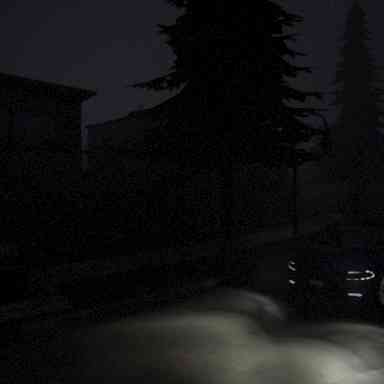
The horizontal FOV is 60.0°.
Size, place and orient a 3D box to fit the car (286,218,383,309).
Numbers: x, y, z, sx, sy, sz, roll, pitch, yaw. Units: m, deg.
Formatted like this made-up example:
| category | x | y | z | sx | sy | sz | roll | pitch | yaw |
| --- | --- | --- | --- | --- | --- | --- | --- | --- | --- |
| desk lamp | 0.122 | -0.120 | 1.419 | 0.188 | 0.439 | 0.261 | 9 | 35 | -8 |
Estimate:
| category | x | y | z | sx | sy | sz | roll | pitch | yaw |
| --- | --- | --- | --- | --- | --- | --- | --- | --- | --- |
| car | 4.151 | 1.447 | 8.089 | 5.008 | 1.535 | 1.882 | -1 | 0 | -45 |
